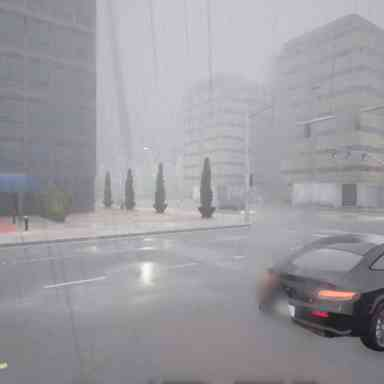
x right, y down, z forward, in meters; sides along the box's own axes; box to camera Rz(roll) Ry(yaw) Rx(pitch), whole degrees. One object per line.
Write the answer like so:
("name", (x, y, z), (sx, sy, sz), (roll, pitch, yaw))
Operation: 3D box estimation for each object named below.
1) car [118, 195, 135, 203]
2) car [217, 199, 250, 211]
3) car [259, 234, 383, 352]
("car", (-12.958, 1.350, 65.616), (2.097, 1.767, 4.553), (0, 0, -35))
("car", (4.958, 1.563, 39.895), (1.994, 1.385, 4.181), (0, 0, -35))
("car", (3.247, 1.525, 6.136), (4.674, 1.442, 1.812), (0, 0, -35))
